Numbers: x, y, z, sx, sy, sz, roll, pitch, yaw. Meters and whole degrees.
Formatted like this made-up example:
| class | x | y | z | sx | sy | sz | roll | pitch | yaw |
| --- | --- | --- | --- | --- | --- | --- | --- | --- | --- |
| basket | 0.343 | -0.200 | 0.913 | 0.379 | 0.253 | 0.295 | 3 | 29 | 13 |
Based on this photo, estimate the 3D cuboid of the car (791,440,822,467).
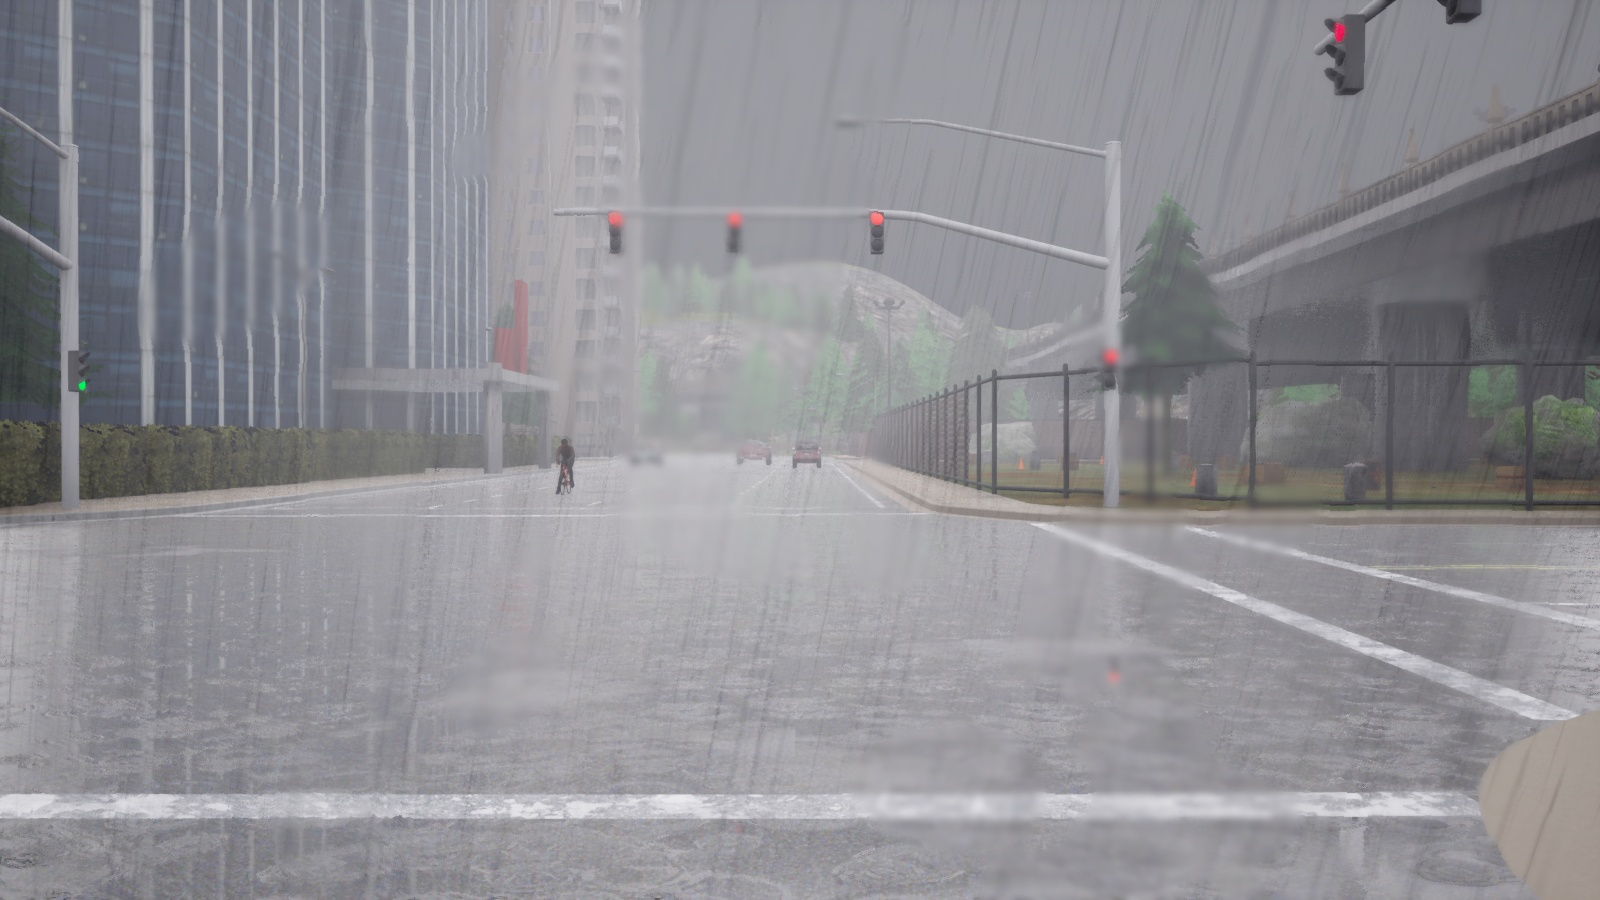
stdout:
| class | x | y | z | sx | sy | sz | roll | pitch | yaw |
| --- | --- | --- | --- | --- | --- | --- | --- | --- | --- |
| car | 0.415 | 0.213 | 76.565 | 1.851 | 1.617 | 3.988 | 0 | 0 | 0 |

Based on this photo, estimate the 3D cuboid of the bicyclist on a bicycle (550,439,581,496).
| class | x | y | z | sx | sy | sz | roll | pitch | yaw |
| --- | --- | --- | --- | --- | --- | --- | --- | --- | --- |
| bicyclist on a bicycle | -6.795 | 0.488 | 36.405 | 0.582 | 1.620 | 1.656 | 0 | 1 | 0 |

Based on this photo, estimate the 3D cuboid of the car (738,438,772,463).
| class | x | y | z | sx | sy | sz | roll | pitch | yaw |
| --- | --- | --- | --- | --- | --- | --- | --- | --- | --- |
| car | -3.036 | 0.039 | 85.718 | 2.152 | 1.651 | 5.027 | 0 | 0 | 0 |

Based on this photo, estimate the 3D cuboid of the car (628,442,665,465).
| class | x | y | z | sx | sy | sz | roll | pitch | yaw |
| --- | --- | --- | --- | --- | --- | --- | --- | --- | --- |
| car | -10.053 | 0.238 | 82.565 | 1.970 | 1.475 | 3.806 | 0 | 0 | 0 |
